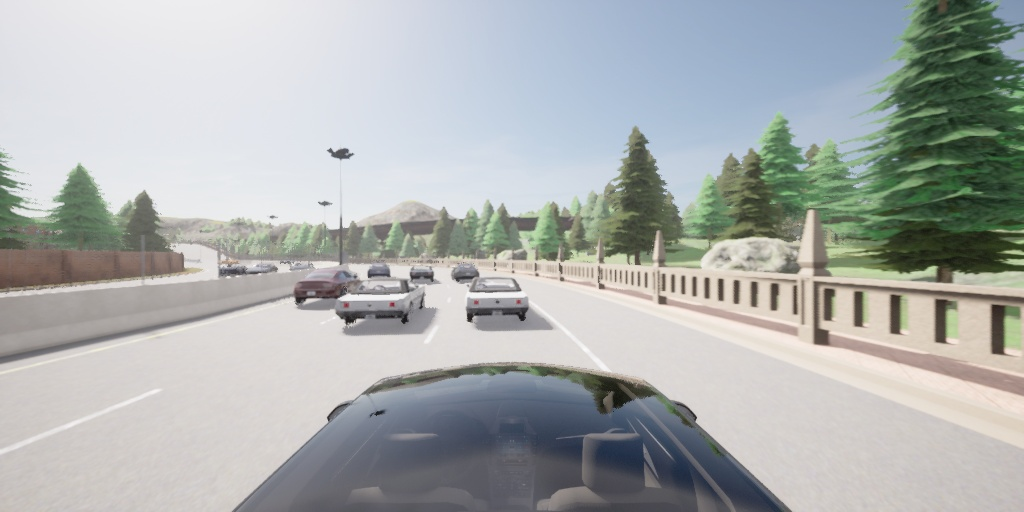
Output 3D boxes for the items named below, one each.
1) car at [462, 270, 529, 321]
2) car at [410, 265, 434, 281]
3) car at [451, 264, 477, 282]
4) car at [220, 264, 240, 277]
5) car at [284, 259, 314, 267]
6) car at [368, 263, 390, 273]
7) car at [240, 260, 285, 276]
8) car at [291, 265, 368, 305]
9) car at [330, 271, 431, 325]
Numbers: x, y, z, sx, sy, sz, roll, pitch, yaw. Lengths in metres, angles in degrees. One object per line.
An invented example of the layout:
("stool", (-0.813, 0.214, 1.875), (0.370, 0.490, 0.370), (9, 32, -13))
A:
("car", (-0.647, 1.354, 12.511), (1.895, 1.301, 4.718), (0, 0, -6))
("car", (-7.482, 1.382, 29.566), (1.895, 1.301, 4.718), (0, 0, -16))
("car", (-3.886, 1.332, 29.430), (1.994, 1.385, 4.181), (0, 0, -15))
("car", (-29.311, 1.466, 37.903), (1.895, 1.301, 4.718), (0, 0, -25))
("car", (-21.023, 1.325, 36.215), (2.128, 1.511, 4.902), (0, 0, -22))
("car", (-12.512, 1.365, 33.800), (1.994, 1.385, 4.181), (0, 0, -19))
("car", (-24.303, 1.394, 35.145), (2.033, 1.411, 5.357), (0, 0, -22))
("car", (-8.241, 1.309, 16.407), (1.812, 1.442, 4.674), (0, 0, -8))
("car", (-4.098, 1.368, 12.027), (1.895, 1.301, 4.718), (0, 0, -6))
